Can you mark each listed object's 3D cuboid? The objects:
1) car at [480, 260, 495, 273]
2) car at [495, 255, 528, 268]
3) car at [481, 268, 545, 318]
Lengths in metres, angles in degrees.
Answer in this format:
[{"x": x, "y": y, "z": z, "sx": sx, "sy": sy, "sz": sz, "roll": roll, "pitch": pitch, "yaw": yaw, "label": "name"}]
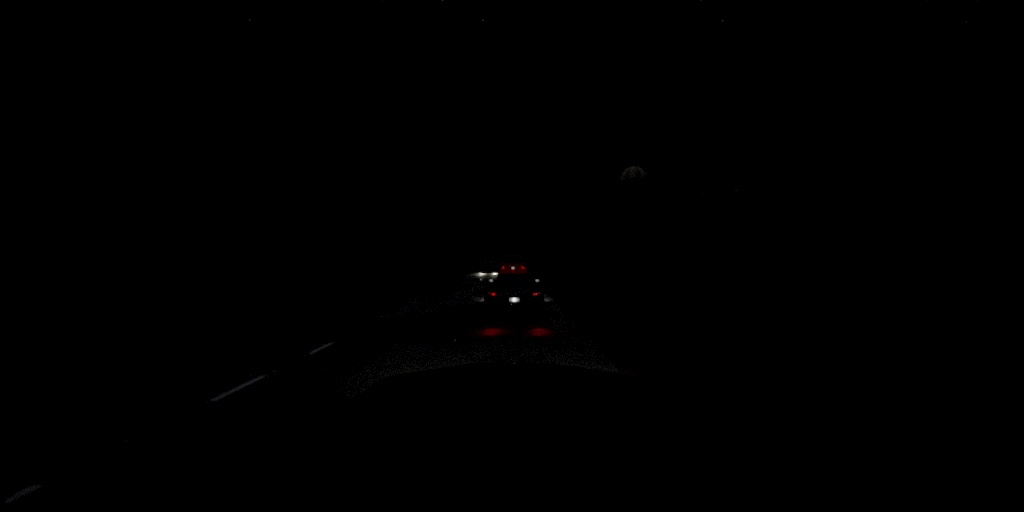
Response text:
[{"x": -2.839, "y": 1.220, "z": 44.300, "sx": 1.882, "sy": 1.535, "sz": 5.008, "roll": 0, "pitch": 0, "yaw": 0, "label": "car"}, {"x": 0.084, "y": 0.954, "z": 28.333, "sx": 2.150, "sy": 2.045, "sz": 5.566, "roll": 0, "pitch": 0, "yaw": 0, "label": "car"}, {"x": 0.080, "y": 1.306, "z": 12.956, "sx": 1.994, "sy": 1.385, "sz": 4.181, "roll": 0, "pitch": 0, "yaw": 0, "label": "car"}]
